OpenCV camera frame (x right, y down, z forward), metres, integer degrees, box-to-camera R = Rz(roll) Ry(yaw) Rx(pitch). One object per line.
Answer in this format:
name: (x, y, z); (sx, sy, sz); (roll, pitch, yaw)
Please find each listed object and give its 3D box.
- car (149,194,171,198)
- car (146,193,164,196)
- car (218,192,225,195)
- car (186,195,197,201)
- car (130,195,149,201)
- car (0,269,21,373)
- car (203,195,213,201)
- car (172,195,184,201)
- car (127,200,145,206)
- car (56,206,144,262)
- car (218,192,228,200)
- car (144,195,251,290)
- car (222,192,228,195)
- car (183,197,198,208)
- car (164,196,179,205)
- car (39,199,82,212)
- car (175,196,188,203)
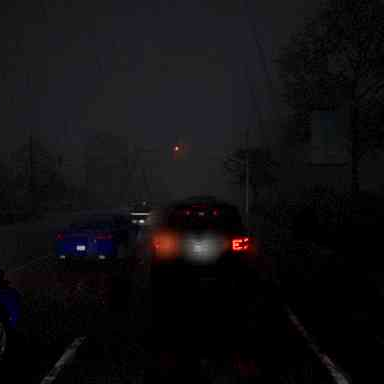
car: (-4.486, 1.477, 48.648); (1.882, 1.535, 5.008); (0, 0, 6)
car: (-6.990, 1.221, 57.815); (2.150, 2.045, 5.566); (0, 0, 7)
car: (0.596, 1.221, 19.560); (2.150, 2.045, 5.566); (0, 0, 2)
car: (-0.056, 1.468, 81.033); (1.882, 1.535, 5.008); (0, 0, 9)
car: (-8.017, 1.564, 48.515); (1.994, 1.385, 4.181); (0, 0, 6)
car: (-3.363, 1.219, 2.057); (2.150, 2.045, 5.566); (0, 0, 0)
car: (3.995, 1.524, 83.942); (1.812, 1.442, 4.674); (0, 0, 10)
car: (-3.368, 1.512, 82.450); (2.128, 1.511, 4.902); (0, 0, 9)
car: (-2.806, 1.491, 21.657); (2.128, 1.511, 4.902); (0, 0, 2)
car: (-3.169, 1.478, 12.166); (1.882, 1.535, 5.008); (0, 0, 2)
car: (8.399, 1.093, 88.623); (2.150, 2.045, 5.566); (0, 0, 11)
car: (0.254, 1.221, 9.228); (2.150, 2.045, 5.566); (0, 0, 1)
car: (6.611, 1.350, 78.457); (2.097, 1.767, 4.553); (0, 0, 10)
car: (-0.321, 1.547, 48.336); (2.033, 1.411, 5.357); (0, 0, -2)
car: (-3.449, 1.526, 57.908); (1.812, 1.442, 4.674); (0, 0, 7)
car: (-14.767, 1.525, 37.444); (4.674, 1.442, 1.812); (0, 0, 3)
car: (-2.099, 1.564, 67.897); (1.994, 1.385, 4.181); (0, 0, 9)
